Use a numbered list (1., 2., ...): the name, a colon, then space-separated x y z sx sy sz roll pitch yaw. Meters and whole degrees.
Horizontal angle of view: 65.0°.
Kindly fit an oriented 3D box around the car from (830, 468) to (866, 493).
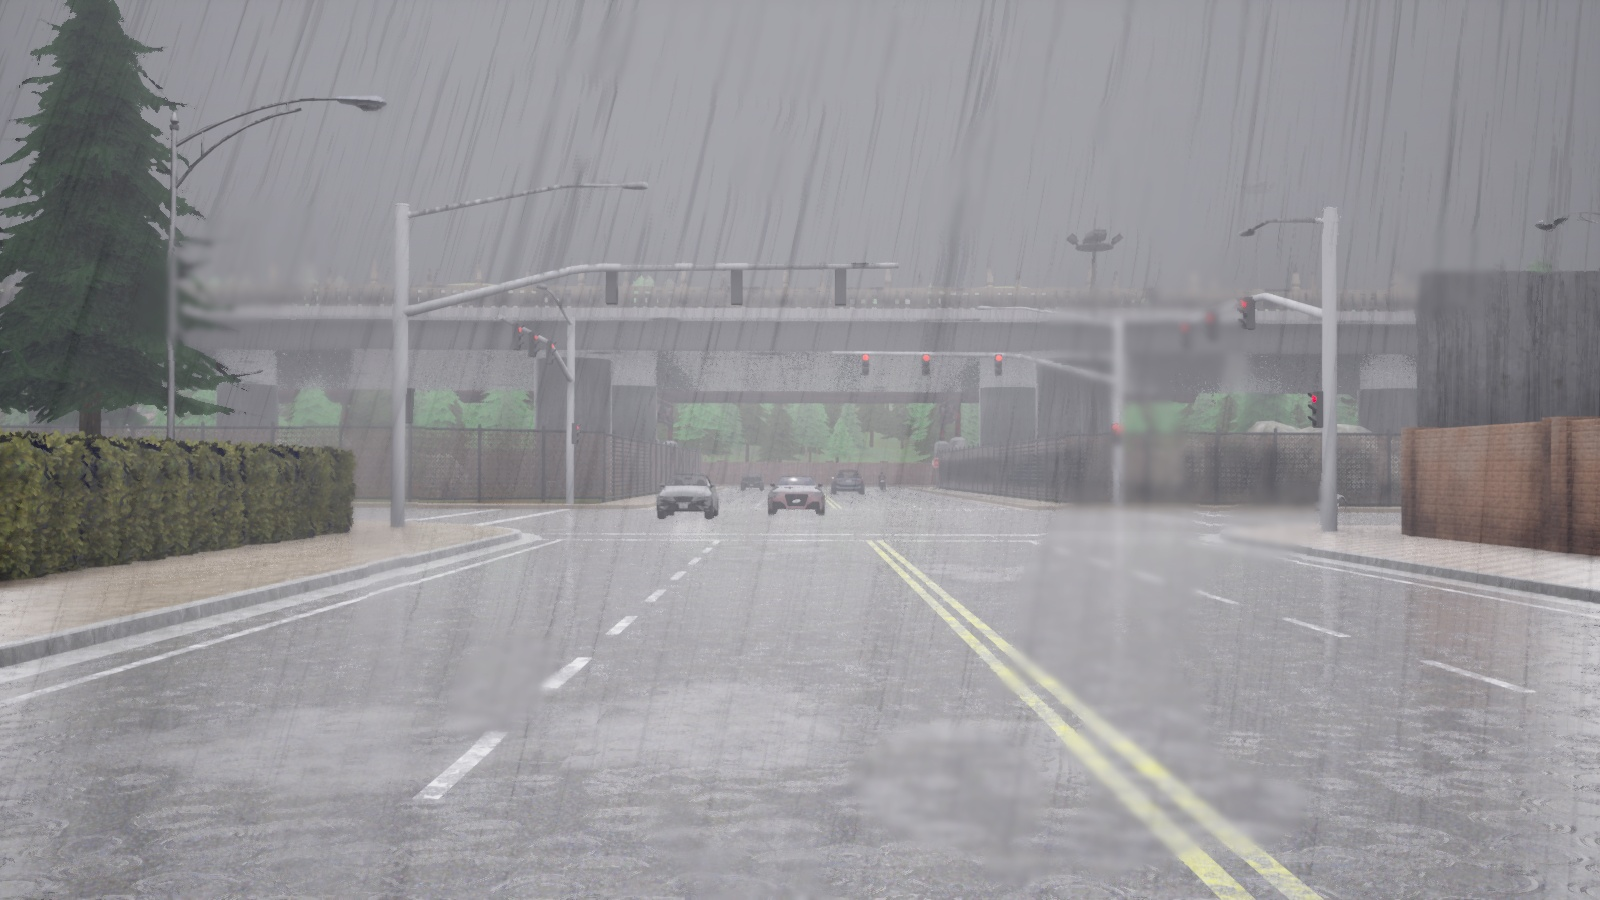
1. car: 3.284 2.093 86.427 2.242 1.667 4.611 0 -1 0

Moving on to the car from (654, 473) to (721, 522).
1. car: -3.602 1.500 40.745 1.816 1.474 4.193 0 -1 0

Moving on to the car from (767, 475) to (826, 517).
1. car: -0.113 1.600 44.792 1.994 1.385 4.181 0 -1 0

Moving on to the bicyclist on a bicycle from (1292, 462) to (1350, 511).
1. bicyclist on a bicycle: 18.956 1.319 45.688 1.843 1.776 0.659 0 -1 0
